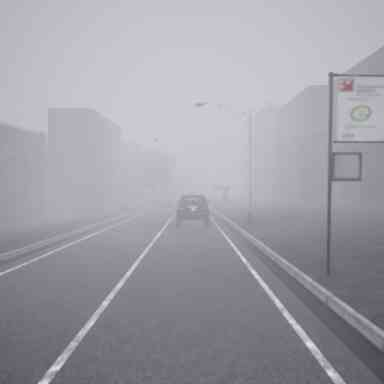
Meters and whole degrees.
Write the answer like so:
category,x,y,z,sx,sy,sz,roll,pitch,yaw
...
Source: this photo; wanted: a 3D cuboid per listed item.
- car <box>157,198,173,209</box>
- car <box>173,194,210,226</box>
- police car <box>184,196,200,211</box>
category,x,y,z,sx,sy,sz,roll,pitch,yaw
car,-3.453,1.500,44.686,1.812,1.442,4.674,0,0,0
car,0.056,1.180,23.195,2.150,2.045,5.566,0,0,0
police car,-0.024,1.394,41.768,1.930,1.638,5.238,0,0,0
